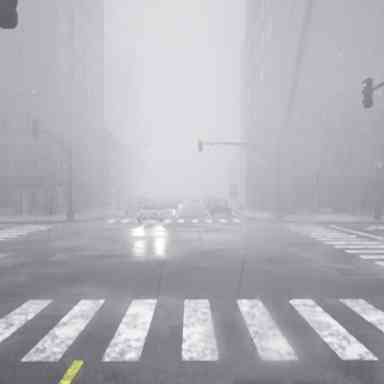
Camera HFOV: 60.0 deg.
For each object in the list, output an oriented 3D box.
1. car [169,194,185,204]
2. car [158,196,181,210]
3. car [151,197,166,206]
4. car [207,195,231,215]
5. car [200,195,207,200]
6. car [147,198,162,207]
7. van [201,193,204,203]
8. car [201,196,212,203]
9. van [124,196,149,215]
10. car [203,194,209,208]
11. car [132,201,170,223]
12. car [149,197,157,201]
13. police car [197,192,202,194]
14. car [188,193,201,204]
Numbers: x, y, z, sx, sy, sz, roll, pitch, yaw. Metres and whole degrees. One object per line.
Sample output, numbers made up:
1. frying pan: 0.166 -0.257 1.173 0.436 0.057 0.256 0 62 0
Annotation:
1. car: -2.781 1.582 61.066 1.895 1.301 4.718 0 0 1
2. car: -2.896 1.553 43.072 1.994 1.385 4.181 0 0 0
3. car: -5.599 1.550 56.162 1.947 1.339 4.313 0 0 0
4. car: 2.820 1.431 33.450 1.967 1.590 4.097 0 0 0
5. car: 3.087 1.527 90.143 1.947 1.339 4.313 0 0 0
6. car: -5.626 1.568 50.493 1.802 1.307 4.206 0 0 0
7. van: 2.926 1.325 56.127 1.690 1.788 3.998 0 0 0
8. car: 2.980 1.529 67.466 2.008 1.369 4.403 0 0 0
9. van: -5.706 1.332 33.488 1.690 1.788 3.998 0 0 0
10. car: 2.873 1.428 44.788 1.967 1.590 4.097 0 0 0
11. car: -2.987 1.593 25.319 1.895 1.301 4.718 0 0 0
12. car: -5.679 1.430 39.157 1.967 1.590 4.097 0 0 0
13. police car: 2.736 1.394 79.557 1.930 1.638 5.238 0 0 0
14. car: 0.297 1.506 63.855 1.812 1.442 4.674 0 0 0
